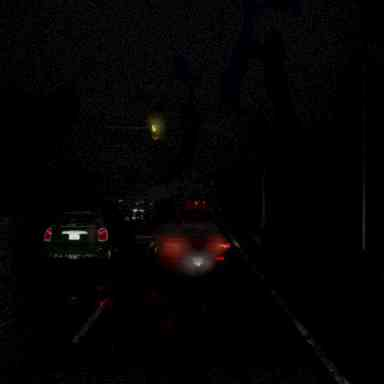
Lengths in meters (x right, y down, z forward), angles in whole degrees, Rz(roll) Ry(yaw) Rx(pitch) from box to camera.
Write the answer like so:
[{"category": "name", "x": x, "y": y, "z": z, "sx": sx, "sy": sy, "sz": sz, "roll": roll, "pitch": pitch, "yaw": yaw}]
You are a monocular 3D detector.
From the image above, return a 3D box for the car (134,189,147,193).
[{"category": "car", "x": -9.787, "y": 0.496, "z": 64.248, "sx": 2.150, "sy": 2.045, "sz": 5.566, "roll": 0, "pitch": 3, "yaw": 1}]

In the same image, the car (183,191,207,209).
[{"category": "car", "x": 0.446, "y": 1.115, "z": 34.544, "sx": 2.097, "sy": 1.767, "sz": 4.553, "roll": 0, "pitch": 0, "yaw": 1}]

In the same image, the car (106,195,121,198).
[{"category": "car", "x": -10.142, "y": 1.184, "z": 42.629, "sx": 1.882, "sy": 1.535, "sz": 5.008, "roll": 0, "pitch": 0, "yaw": 1}]

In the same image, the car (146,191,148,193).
[{"category": "car", "x": -6.403, "y": 1.006, "z": 58.653, "sx": 2.128, "sy": 1.511, "sz": 4.902, "roll": 0, "pitch": 2, "yaw": 1}]

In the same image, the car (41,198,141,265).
[{"category": "car", "x": -3.315, "y": 1.272, "z": 11.568, "sx": 2.097, "sy": 1.767, "sz": 4.553, "roll": 0, "pitch": 0, "yaw": 1}]

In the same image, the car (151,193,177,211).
[{"category": "car", "x": -3.021, "y": 1.221, "z": 37.322, "sx": 1.882, "sy": 1.535, "sz": 5.008, "roll": 0, "pitch": 0, "yaw": 1}]

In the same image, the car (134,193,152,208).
[{"category": "car", "x": -6.637, "y": 1.196, "z": 42.981, "sx": 2.128, "sy": 1.511, "sz": 4.902, "roll": 0, "pitch": 0, "yaw": 1}]

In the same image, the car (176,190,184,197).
[{"category": "car", "x": -2.681, "y": 0.313, "z": 72.634, "sx": 2.128, "sy": 1.511, "sz": 4.902, "roll": 0, "pitch": 3, "yaw": 1}]

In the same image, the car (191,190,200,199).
[{"category": "car", "x": 0.762, "y": 0.558, "z": 68.013, "sx": 1.837, "sy": 1.490, "sz": 4.892, "roll": 0, "pitch": 3, "yaw": 1}]

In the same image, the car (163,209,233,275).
[{"category": "car", "x": 0.171, "y": 1.456, "z": 10.088, "sx": 1.812, "sy": 1.442, "sz": 4.674, "roll": 0, "pitch": 0, "yaw": 1}]
